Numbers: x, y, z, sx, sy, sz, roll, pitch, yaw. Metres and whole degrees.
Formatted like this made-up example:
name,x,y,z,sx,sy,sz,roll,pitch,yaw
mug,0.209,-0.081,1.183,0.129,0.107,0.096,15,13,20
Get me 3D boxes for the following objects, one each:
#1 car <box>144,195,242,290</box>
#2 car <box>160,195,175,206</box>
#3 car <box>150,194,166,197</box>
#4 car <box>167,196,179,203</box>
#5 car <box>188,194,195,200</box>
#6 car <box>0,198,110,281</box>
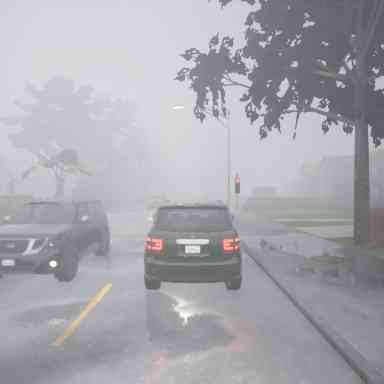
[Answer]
name,x,y,z,sx,sy,sz,roll,pitch,yaw
car,0.036,1.221,9.228,2.150,2.045,5.566,0,0,0
car,-4.091,1.352,55.708,2.097,1.767,4.553,0,0,0
car,-4.104,1.222,40.254,2.150,2.045,5.566,0,0,0
car,-4.005,1.525,70.639,2.128,1.511,4.902,0,0,0
car,-0.007,1.356,88.183,1.812,1.442,4.674,0,0,0
car,-4.101,1.221,10.186,2.150,2.045,5.566,0,0,0
